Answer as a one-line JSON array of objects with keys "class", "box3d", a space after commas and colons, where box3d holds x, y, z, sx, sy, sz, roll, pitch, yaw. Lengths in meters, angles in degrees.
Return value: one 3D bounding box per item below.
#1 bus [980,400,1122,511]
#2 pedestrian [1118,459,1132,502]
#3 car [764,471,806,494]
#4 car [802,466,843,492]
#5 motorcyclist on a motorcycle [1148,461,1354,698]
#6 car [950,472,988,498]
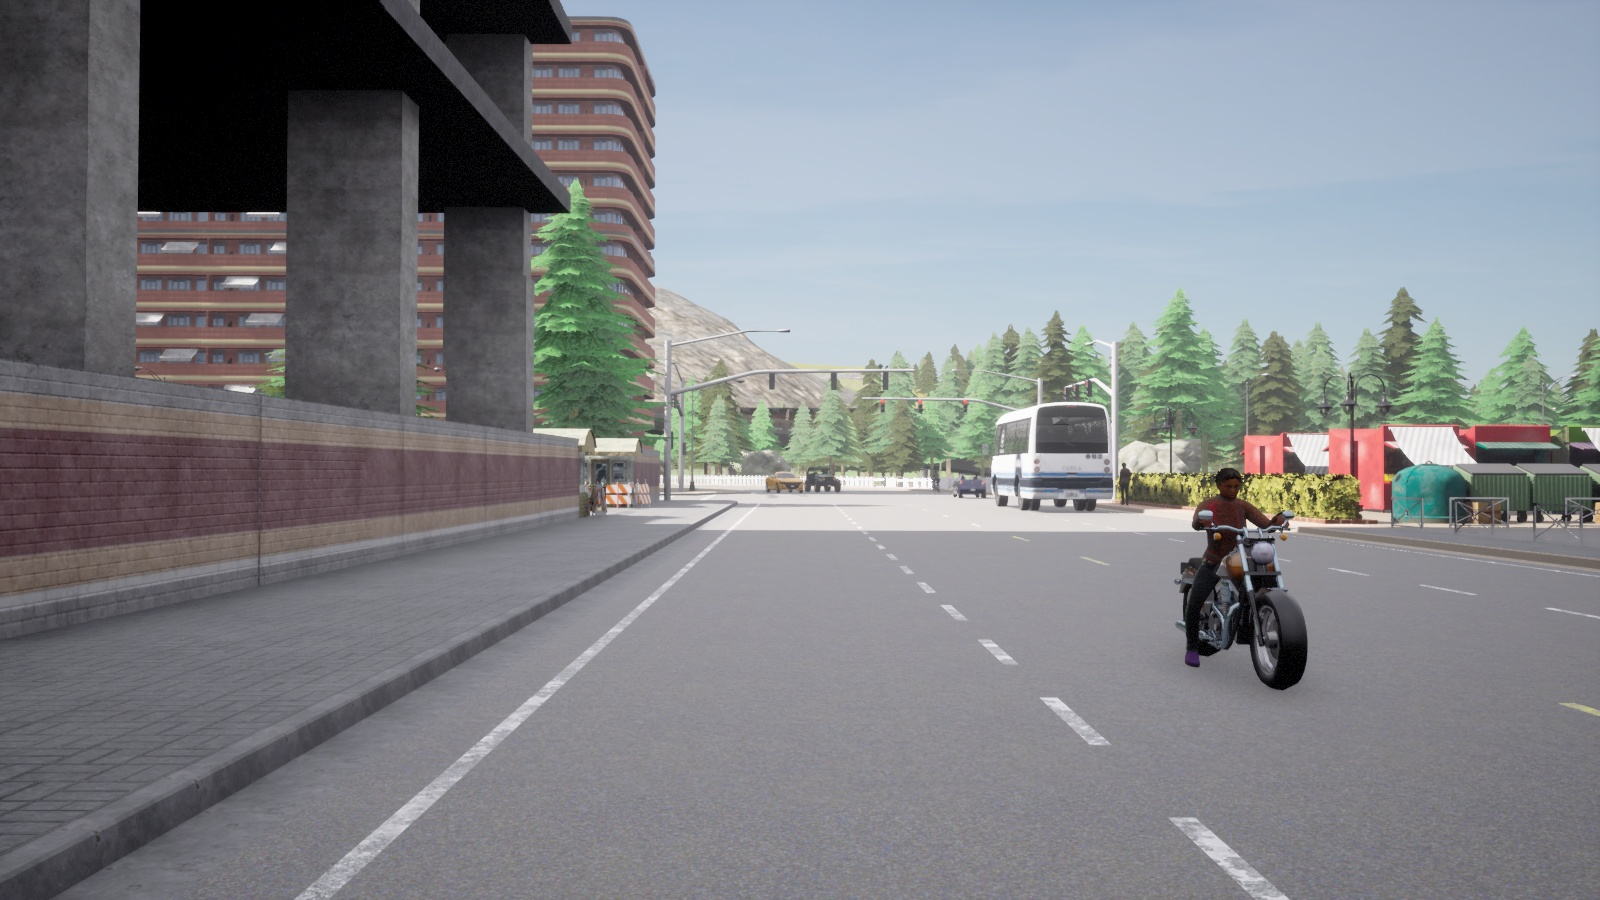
[{"class": "bus", "box3d": [10.362, 0.289, 53.273, 3.944, 4.253, 10.273, 0, -1, 0]}, {"class": "pedestrian", "box3d": [13.804, 1.307, 53.369, 0.328, 1.805, 0.869, 0, -1, -3]}, {"class": "car", "box3d": [-1.119, 2.303, 89.900, 1.882, 1.535, 5.008, 0, -1, -15]}, {"class": "car", "box3d": [1.646, 2.165, 93.154, 1.905, 1.878, 3.866, 0, -1, -18]}, {"class": "motorcyclist on a motorcycle", "box3d": [3.475, 0.918, 9.942, 0.766, 1.649, 2.350, 0, -1, 0]}, {"class": "car", "box3d": [10.309, 2.114, 76.739, 1.845, 1.501, 3.633, 0, -1, 0]}]
